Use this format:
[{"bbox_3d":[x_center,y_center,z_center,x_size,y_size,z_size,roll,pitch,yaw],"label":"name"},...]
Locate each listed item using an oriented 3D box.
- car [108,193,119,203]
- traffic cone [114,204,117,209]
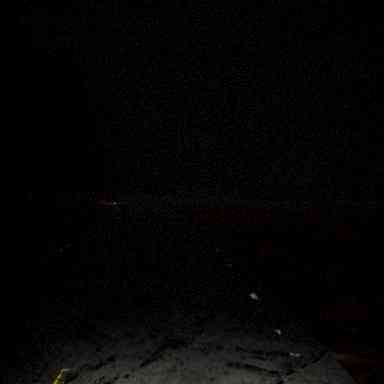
[{"bbox_3d":[-17.188,1.267,72.467,2.150,2.045,5.566,0,0,-18],"label":"car"},{"bbox_3d":[-8.857,1.936,39.364,0.340,0.580,0.340,0,0,-13],"label":"traffic cone"}]
